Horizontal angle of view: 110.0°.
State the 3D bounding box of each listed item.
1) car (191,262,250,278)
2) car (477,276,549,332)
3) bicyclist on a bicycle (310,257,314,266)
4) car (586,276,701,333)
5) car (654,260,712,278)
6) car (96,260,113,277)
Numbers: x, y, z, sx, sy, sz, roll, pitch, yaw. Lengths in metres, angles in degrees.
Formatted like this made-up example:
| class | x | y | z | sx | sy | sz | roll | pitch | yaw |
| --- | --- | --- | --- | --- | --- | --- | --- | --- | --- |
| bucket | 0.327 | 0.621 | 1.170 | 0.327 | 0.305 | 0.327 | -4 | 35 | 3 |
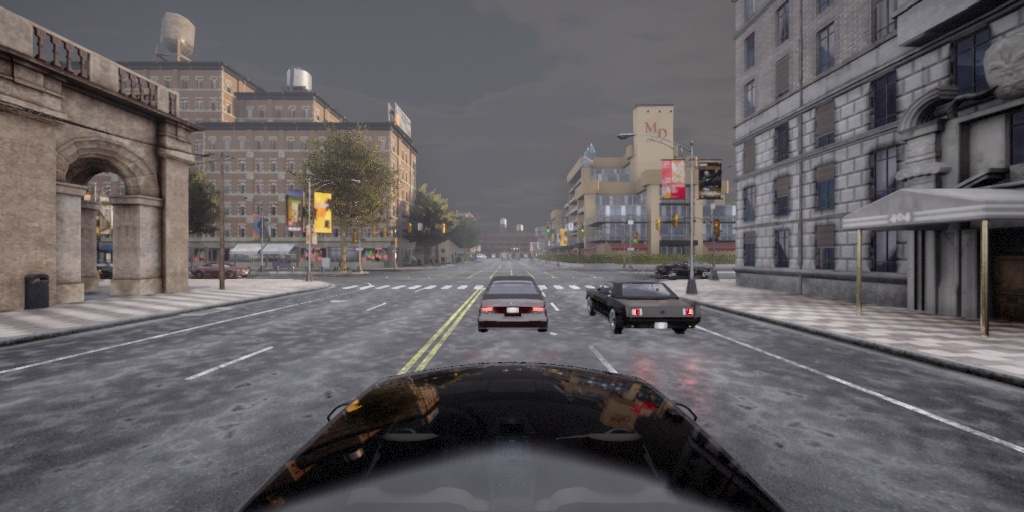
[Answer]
| class | x | y | z | sx | sy | sz | roll | pitch | yaw |
| --- | --- | --- | --- | --- | --- | --- | --- | --- | --- |
| car | -26.696 | 1.270 | 32.905 | 4.674 | 1.442 | 1.812 | 0 | 0 | 0 |
| car | 0.019 | 1.296 | 10.785 | 2.033 | 1.411 | 5.357 | 0 | 0 | 0 |
| bicyclist on a bicycle | -31.368 | 1.041 | 55.874 | 0.582 | 1.620 | 1.656 | 0 | 0 | 0 |
| car | 3.520 | 1.349 | 10.674 | 1.895 | 1.301 | 4.718 | 0 | 0 | 0 |
| car | 15.759 | 1.222 | 33.007 | 5.008 | 1.535 | 1.882 | 0 | 0 | 0 |
| car | -36.754 | 1.270 | 32.884 | 4.674 | 1.442 | 1.812 | 0 | 0 | 0 |
